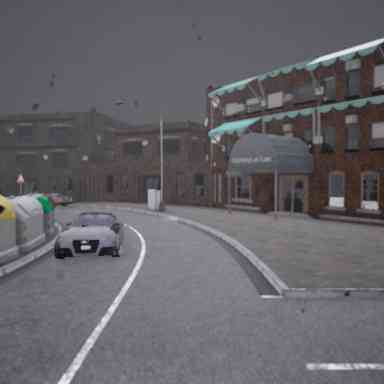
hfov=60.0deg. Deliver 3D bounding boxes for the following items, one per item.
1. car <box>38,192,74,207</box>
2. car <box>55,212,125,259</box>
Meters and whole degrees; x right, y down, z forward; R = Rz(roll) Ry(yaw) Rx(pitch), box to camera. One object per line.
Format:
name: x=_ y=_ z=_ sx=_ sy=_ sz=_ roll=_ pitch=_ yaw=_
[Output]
car: x=-13.345 y=0.718 z=30.400 sx=5.357 sy=1.411 sz=2.033 roll=0 pitch=3 yaw=26
car: x=-3.513 y=1.456 z=12.105 sx=1.994 sy=1.385 sz=4.181 roll=0 pitch=1 yaw=-8
